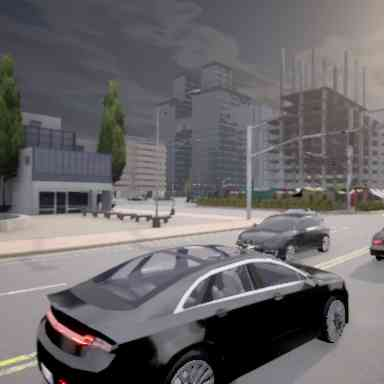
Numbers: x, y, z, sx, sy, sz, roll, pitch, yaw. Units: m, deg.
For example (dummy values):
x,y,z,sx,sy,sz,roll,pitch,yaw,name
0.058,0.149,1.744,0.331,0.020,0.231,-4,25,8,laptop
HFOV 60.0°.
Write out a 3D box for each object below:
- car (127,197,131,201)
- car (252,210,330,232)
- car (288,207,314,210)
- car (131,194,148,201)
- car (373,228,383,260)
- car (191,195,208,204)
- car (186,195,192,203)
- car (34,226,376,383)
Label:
x,y,z,sx,sy,sz,roll,pitch,yaw,name
-15.622,1.572,91.519,1.932,1.855,4.605,0,0,45,car
3.612,1.613,12.622,1.837,1.490,4.892,0,-1,44,car
6.731,1.710,20.907,1.812,1.442,4.674,0,-1,44,car
-13.608,1.580,89.441,1.905,1.878,3.866,0,0,45,car
8.105,1.690,12.073,2.033,1.411,5.357,0,0,44,car
2.382,1.861,73.585,1.970,1.475,3.806,0,0,45,car
0.338,1.616,75.635,1.905,1.878,3.866,0,0,45,car
0.464,1.523,4.737,4.902,1.511,2.128,1,0,-41,car
